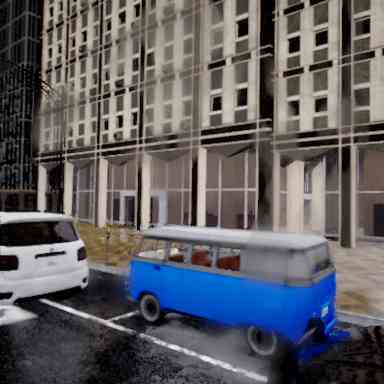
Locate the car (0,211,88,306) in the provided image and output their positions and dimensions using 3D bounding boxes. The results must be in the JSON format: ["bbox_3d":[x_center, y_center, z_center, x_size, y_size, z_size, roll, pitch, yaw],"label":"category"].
[{"bbox_3d":[-4.814,1.476,8.018,5.566,2.045,2.150,-1,-3,38],"label":"car"}]

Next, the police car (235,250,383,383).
[{"bbox_3d":[3.046,1.541,1.962,5.238,1.638,1.930,-1,-3,38],"label":"police car"}]

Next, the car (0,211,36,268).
[{"bbox_3d":[-8.478,1.712,13.076,5.009,1.841,2.192,-1,-2,38],"label":"car"}]

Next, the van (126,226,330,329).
[{"bbox_3d":[0.532,1.582,6.146,3.998,1.788,1.690,-1,-2,38],"label":"van"}]
